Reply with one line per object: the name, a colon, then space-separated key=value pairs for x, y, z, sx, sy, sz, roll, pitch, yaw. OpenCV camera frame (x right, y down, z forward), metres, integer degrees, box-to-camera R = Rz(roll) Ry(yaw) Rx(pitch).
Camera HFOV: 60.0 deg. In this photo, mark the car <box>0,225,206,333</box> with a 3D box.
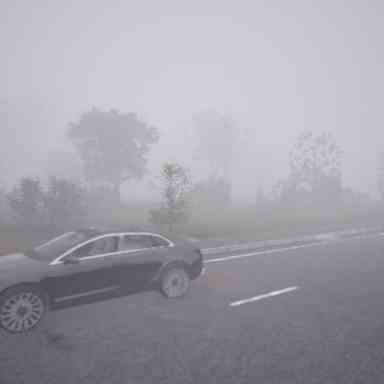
car: x=-1.996 y=1.484 z=6.849 sx=4.902 sy=1.511 sz=2.128 roll=0 pitch=0 yaw=-35
